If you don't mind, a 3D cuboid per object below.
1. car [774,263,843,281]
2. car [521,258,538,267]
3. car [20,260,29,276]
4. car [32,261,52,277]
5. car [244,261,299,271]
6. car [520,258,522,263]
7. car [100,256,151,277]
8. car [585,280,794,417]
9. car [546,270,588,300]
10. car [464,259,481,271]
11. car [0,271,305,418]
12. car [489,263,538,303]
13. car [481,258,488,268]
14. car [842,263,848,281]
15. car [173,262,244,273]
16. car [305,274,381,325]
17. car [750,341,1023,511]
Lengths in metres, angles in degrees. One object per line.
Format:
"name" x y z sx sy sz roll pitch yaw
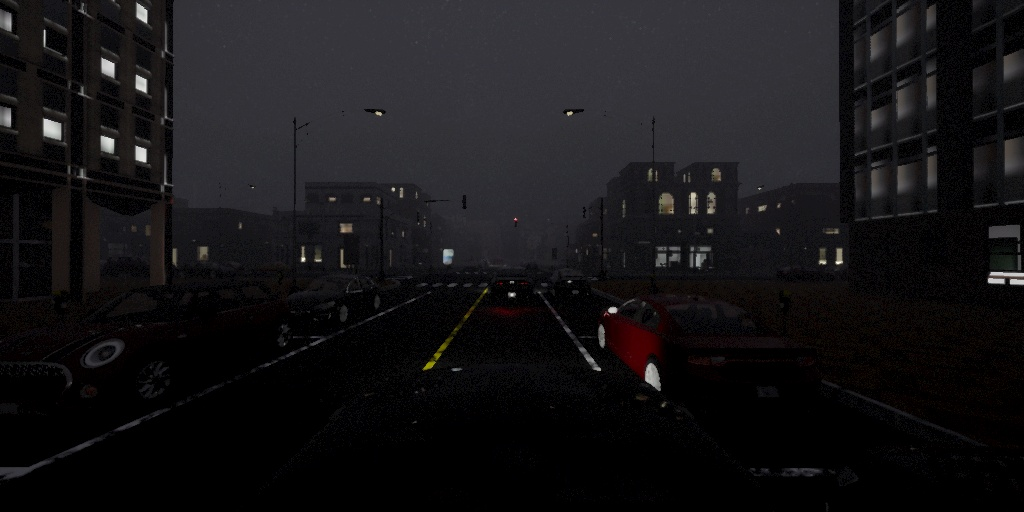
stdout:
"car" 23.642 1.432 29.001 4.207 1.307 1.802 0 0 1
"car" 2.690 1.321 49.778 1.948 1.339 4.313 0 0 0
"car" -42.024 1.101 30.047 4.507 1.381 1.888 0 0 1
"car" -36.488 1.129 29.962 4.403 1.370 2.007 0 0 1
"car" -25.454 1.196 38.173 4.829 1.417 1.751 0 0 1
"car" 2.690 1.340 60.821 1.802 1.307 4.207 0 0 0
"car" -30.952 0.916 29.876 5.009 1.841 2.192 0 0 1
"car" 2.690 1.294 6.004 1.888 1.381 4.507 0 0 0
"car" 2.690 1.301 17.388 2.007 1.370 4.403 0 0 0
"car" -5.690 1.337 49.791 1.802 1.307 4.207 0 0 0
"car" -5.690 1.189 6.021 1.967 1.591 4.097 0 0 0
"car" 0.000 1.268 16.499 1.837 1.490 4.892 0 0 0
"car" -5.691 1.308 60.835 2.007 1.370 4.403 0 0 0
"car" 29.177 1.318 28.951 4.097 1.591 1.967 0 0 1
"car" -25.415 1.176 29.791 4.403 1.370 2.007 0 0 1
"car" -5.690 1.300 11.713 2.007 1.370 4.403 0 0 0
"car" 2.690 1.299 0.312 2.007 1.370 4.403 0 0 0
